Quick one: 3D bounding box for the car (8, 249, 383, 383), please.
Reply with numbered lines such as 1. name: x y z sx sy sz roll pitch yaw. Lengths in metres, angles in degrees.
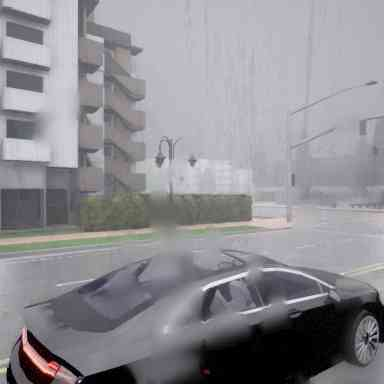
1. car: 0.520 1.492 4.128 4.902 1.511 2.128 0 0 -35
